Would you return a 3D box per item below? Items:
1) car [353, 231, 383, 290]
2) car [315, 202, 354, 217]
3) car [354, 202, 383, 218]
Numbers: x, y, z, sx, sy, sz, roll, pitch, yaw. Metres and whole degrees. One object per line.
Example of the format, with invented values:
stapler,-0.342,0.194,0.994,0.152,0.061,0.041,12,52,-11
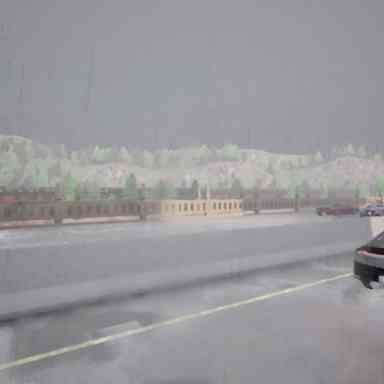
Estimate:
car,5.749,1.495,7.843,4.902,1.511,2.128,0,0,-35
car,13.486,1.610,30.791,4.718,1.301,1.895,0,0,-35
car,16.171,1.574,28.404,4.181,1.385,1.994,0,0,-35
